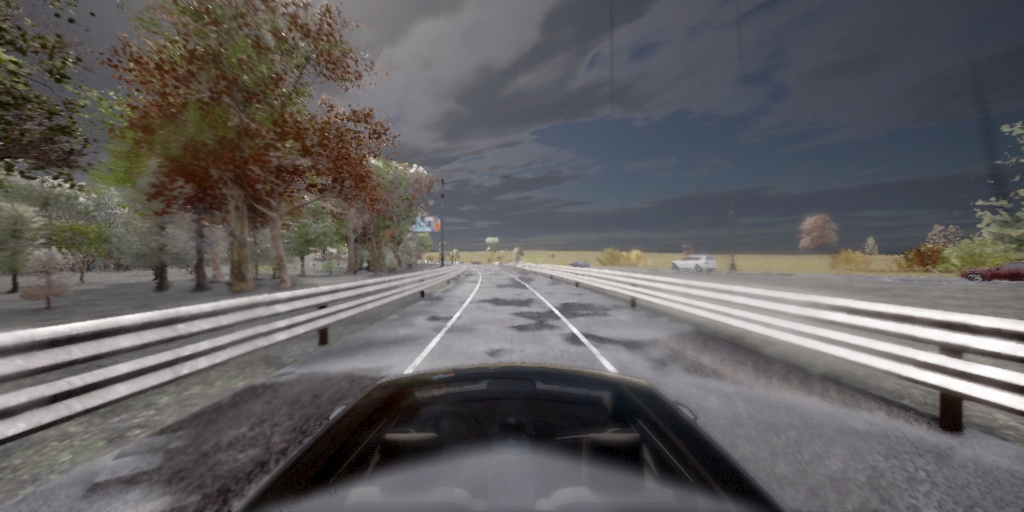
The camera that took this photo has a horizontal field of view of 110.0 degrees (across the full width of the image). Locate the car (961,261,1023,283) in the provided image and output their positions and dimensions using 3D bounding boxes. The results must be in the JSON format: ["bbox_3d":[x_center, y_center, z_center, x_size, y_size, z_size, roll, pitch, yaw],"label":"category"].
[{"bbox_3d":[32.380,1.044,22.898,1.812,1.442,4.674,0,-1,-24],"label":"car"}]

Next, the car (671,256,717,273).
[{"bbox_3d":[22.671,1.008,44.873,2.150,2.045,5.566,0,-1,-24],"label":"car"}]
